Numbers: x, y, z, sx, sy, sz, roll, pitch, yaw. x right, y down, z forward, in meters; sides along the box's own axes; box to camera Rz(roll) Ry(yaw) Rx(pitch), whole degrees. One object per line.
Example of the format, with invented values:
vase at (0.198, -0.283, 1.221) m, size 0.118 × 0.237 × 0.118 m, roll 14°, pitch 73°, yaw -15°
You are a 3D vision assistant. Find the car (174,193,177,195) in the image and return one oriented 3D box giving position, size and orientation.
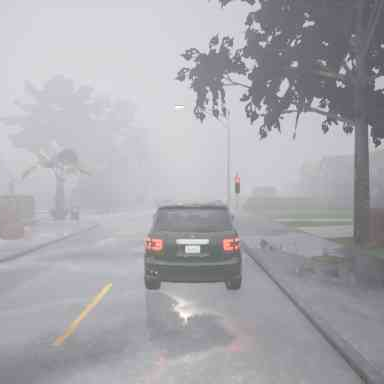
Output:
car at (-4.014, 1.221, 67.559) m, size 2.150 × 2.045 × 5.566 m, roll 0°, pitch 0°, yaw 0°

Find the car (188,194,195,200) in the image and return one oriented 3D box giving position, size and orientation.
car at (-0.007, 1.354, 88.183) m, size 1.812 × 1.442 × 4.674 m, roll 0°, pitch 0°, yaw 0°

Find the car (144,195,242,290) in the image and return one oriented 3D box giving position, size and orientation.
car at (0.036, 1.221, 9.228) m, size 2.150 × 2.045 × 5.566 m, roll 0°, pitch 0°, yaw 0°

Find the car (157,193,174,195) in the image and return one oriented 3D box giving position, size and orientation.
car at (-4.100, 1.220, 47.256) m, size 2.150 × 2.045 × 5.566 m, roll 0°, pitch 0°, yaw 0°
